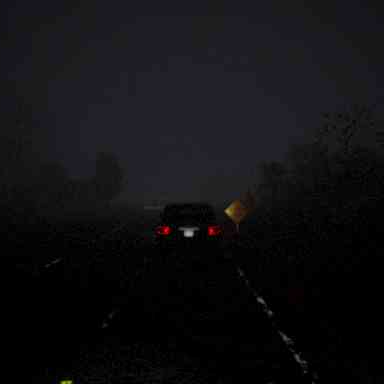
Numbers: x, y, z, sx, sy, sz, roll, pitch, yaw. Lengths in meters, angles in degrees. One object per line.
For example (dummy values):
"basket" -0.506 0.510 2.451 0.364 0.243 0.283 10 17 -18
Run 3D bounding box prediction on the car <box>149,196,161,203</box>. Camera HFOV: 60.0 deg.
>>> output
"car" -7.395 2.115 65.278 1.882 1.535 5.008 0 0 -7

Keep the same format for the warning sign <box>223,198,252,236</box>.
"warning sign" 2.359 1.280 17.314 1.300 1.860 1.060 0 0 -2

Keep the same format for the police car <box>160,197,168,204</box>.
"police car" -7.797 2.334 92.186 1.930 1.638 5.238 0 -1 -11

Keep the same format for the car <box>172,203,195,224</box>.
"car" -0.818 1.781 28.594 1.837 1.490 4.892 0 0 -3

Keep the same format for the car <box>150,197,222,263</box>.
"car" -0.146 1.346 12.638 2.150 2.045 5.566 0 0 -1
